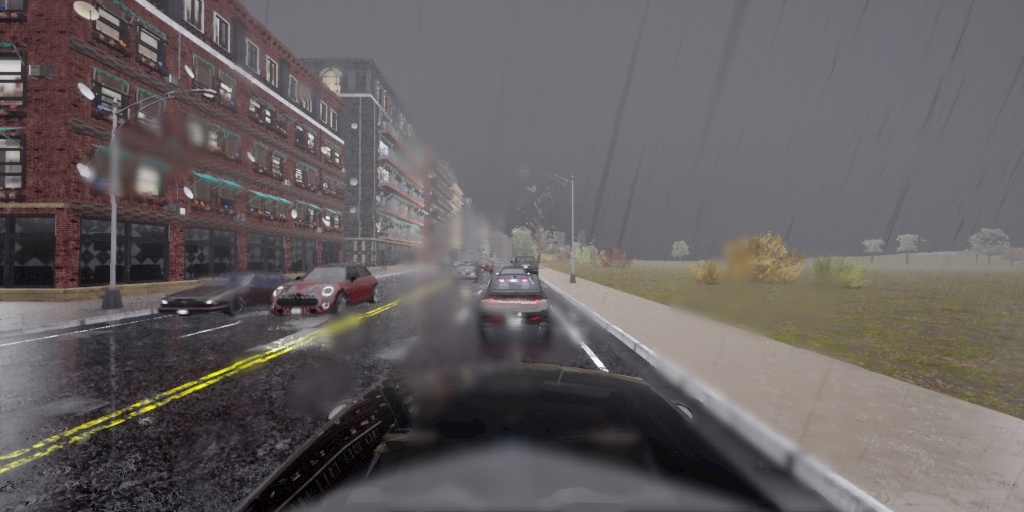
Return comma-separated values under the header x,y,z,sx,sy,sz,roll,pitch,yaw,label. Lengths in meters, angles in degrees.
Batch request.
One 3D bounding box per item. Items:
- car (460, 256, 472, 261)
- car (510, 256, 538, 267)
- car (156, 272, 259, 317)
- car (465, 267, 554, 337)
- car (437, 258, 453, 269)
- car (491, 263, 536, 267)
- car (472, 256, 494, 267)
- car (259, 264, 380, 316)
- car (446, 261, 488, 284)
x,y,z,sx,sy,sz,roll,pitch,yaw,label
-6.718,0.973,55.729,2.150,2.045,5.566,0,0,0,car
1.069,0.979,30.970,2.150,2.045,5.566,0,0,0,car
-9.878,1.300,13.421,2.033,1.411,5.357,0,0,0,car
0.081,1.243,10.318,2.128,1.511,4.902,0,0,0,car
-9.965,1.105,54.625,2.097,1.767,4.553,0,0,0,car
0.060,1.301,20.758,2.033,1.411,5.357,0,0,0,car
-3.252,1.107,43.319,2.097,1.767,4.553,0,0,1,car
-6.626,1.104,13.241,2.097,1.767,4.553,0,0,0,car
-3.216,1.301,26.752,2.033,1.411,5.357,0,0,0,car
